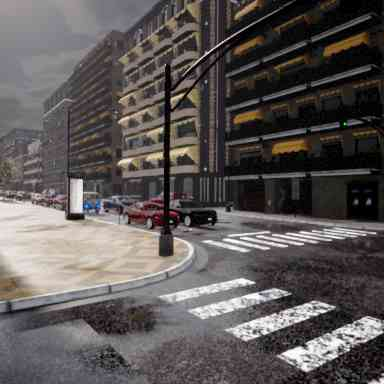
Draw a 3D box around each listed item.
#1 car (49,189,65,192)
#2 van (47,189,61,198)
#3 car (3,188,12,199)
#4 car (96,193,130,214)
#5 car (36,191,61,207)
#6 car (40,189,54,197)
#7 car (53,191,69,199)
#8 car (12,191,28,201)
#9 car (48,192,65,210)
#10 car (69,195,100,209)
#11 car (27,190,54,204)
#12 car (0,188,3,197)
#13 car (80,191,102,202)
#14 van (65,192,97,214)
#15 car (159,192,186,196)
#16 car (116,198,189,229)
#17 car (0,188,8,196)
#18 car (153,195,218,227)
[{"bbox_3d":[-17.683,0.634,44.463,2.097,1.767,4.553,1,0,-36],"label":"car"},{"bbox_3d":[-28.986,0.259,69.717,1.690,1.788,3.998,2,0,-36],"label":"van"},{"bbox_3d":[-32.422,0.470,60.201,1.887,1.381,4.507,2,0,-36],"label":"car"},{"bbox_3d":[-6.004,1.082,28.382,2.128,1.511,4.902,1,0,-36],"label":"car"},{"bbox_3d":[-15.747,0.908,37.356,1.887,1.381,4.507,2,0,-36],"label":"car"},{"bbox_3d":[-32.324,0.270,74.286,1.967,1.590,4.097,2,0,-36],"label":"car"},{"bbox_3d":[-25.757,0.528,65.285,1.752,1.417,4.829,2,0,-36],"label":"car"},{"bbox_3d":[-25.748,0.541,51.063,1.967,1.590,4.097,2,0,-36],"label":"car"},{"bbox_3d":[-12.412,0.996,32.787,1.887,1.381,4.507,2,0,-36],"label":"car"},{"bbox_3d":[-11.826,1.038,36.369,1.895,1.301,4.718,1,0,-36],"label":"car"},{"bbox_3d":[-18.981,0.804,41.788,1.752,1.417,4.829,2,0,-36],"label":"car"},{"bbox_3d":[-39.091,0.300,69.339,2.008,1.369,4.403,2,0,-36],"label":"car"},{"bbox_3d":[-15.650,0.709,51.441,1.967,1.590,4.097,2,0,-36],"label":"car"},{"bbox_3d":[-9.071,0.881,28.218,1.690,1.788,3.998,2,0,-36],"label":"van"},{"bbox_3d":[-2.307,0.935,33.164,2.192,1.841,5.009,2,0,-36],"label":"car"},{"bbox_3d":[-2.408,1.260,19.080,1.887,1.381,4.507,2,0,-36],"label":"car"},{"bbox_3d":[-42.419,-0.023,73.909,2.192,1.841,5.009,2,0,-36],"label":"car"},{"bbox_3d":[-0.420,1.215,20.722,1.882,1.535,5.008,1,0,-35],"label":"car"}]
